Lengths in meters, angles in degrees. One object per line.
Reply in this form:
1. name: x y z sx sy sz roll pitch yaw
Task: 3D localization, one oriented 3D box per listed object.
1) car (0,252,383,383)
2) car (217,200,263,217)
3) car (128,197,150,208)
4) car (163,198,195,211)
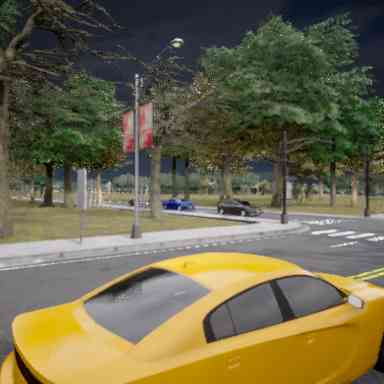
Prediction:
1. car: 0.647 1.477 3.899 5.008 1.535 1.882 0 0 -36
2. car: 4.334 1.478 30.639 1.837 1.490 4.892 0 0 -35
3. car: -7.458 1.445 47.217 2.128 1.511 4.902 0 0 -35
4. car: -1.560 1.439 38.921 1.882 1.535 5.008 0 0 -35
